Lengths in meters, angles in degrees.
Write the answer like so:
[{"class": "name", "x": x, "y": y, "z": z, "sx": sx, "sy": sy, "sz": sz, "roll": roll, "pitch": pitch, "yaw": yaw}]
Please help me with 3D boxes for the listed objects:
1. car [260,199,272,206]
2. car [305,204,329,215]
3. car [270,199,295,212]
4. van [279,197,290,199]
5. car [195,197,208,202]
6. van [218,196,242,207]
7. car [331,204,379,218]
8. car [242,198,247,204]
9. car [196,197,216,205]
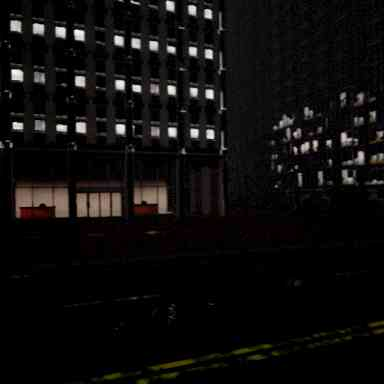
[{"class": "car", "x": 14.690, "y": 1.998, "z": 63.469, "sx": 1.802, "sy": 1.307, "sz": 4.206, "roll": 0, "pitch": 0, "yaw": -21}, {"class": "car", "x": 14.761, "y": 1.966, "z": 39.202, "sx": 1.802, "sy": 1.307, "sz": 4.206, "roll": 0, "pitch": 0, "yaw": -21}, {"class": "car", "x": 12.811, "y": 1.985, "z": 44.541, "sx": 1.947, "sy": 1.339, "sz": 4.313, "roll": 0, "pitch": 0, "yaw": -21}, {"class": "van", "x": 16.693, "y": 1.723, "z": 58.151, "sx": 1.690, "sy": 1.788, "sz": 3.998, "roll": 0, "pitch": 0, "yaw": -21}, {"class": "car", "x": 2.664, "y": 2.167, "z": 95.380, "sx": 2.008, "sy": 1.369, "sz": 4.403, "roll": 0, "pitch": 0, "yaw": -21}, {"class": "van", "x": 6.848, "y": 1.865, "z": 60.515, "sx": 1.690, "sy": 1.788, "sz": 3.998, "roll": 0, "pitch": 0, "yaw": -21}, {"class": "car", "x": 16.749, "y": 1.915, "z": 33.875, "sx": 1.947, "sy": 1.339, "sz": 4.313, "roll": 0, "pitch": 0, "yaw": -21}, {"class": "car", "x": 10.682, "y": 2.065, "z": 74.107, "sx": 1.802, "sy": 1.307, "sz": 4.206, "roll": 0, "pitch": 0, "yaw": -21}, {"class": "car", "x": 2.840, "y": 2.141, "z": 71.151, "sx": 2.008, "sy": 1.369, "sz": 4.403, "roll": 0, "pitch": 0, "yaw": -21}]
